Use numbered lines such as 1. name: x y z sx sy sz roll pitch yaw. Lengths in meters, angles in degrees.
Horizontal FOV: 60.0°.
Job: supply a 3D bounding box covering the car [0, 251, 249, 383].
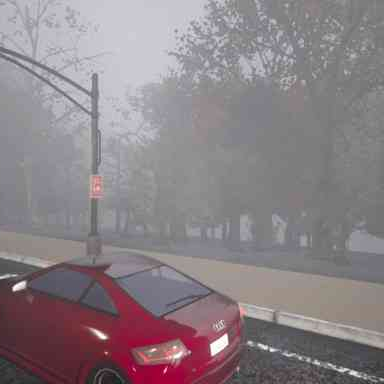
1. car: -1.347 1.563 4.641 4.181 1.385 1.994 0 0 35
